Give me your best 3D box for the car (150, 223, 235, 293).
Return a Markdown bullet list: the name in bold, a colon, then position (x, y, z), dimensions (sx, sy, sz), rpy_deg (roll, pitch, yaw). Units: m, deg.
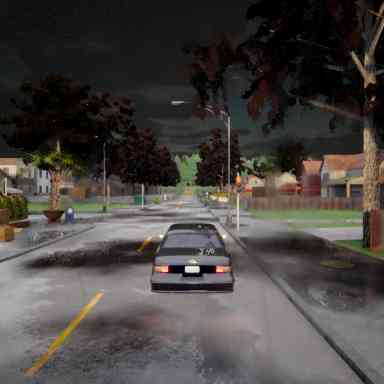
- **car**: position (0.017, 1.547, 8.962), dimensions (2.033, 1.411, 5.357), rpy_deg (0, 0, 0)
